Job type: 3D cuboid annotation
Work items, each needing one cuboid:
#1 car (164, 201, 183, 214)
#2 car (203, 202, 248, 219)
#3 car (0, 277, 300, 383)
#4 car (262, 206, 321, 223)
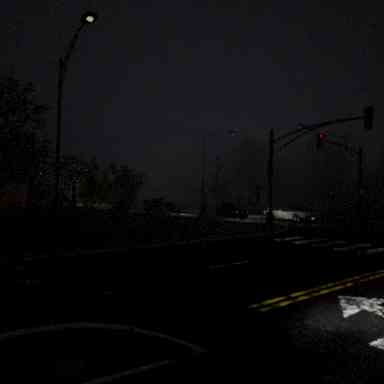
[{"bbox_3d":[-2.876,1.756,38.002,1.994,1.385,4.181,2,-2,-37],"label":"car"},{"bbox_3d":[2.920,1.613,30.047,1.882,1.535,5.008,2,-2,-36],"label":"car"},{"bbox_3d":[-1.175,1.492,2.601,4.902,1.511,2.128,0,0,-35],"label":"car"},{"bbox_3d":[8.180,1.805,27.893,1.895,1.301,4.718,2,-2,-36],"label":"car"}]
